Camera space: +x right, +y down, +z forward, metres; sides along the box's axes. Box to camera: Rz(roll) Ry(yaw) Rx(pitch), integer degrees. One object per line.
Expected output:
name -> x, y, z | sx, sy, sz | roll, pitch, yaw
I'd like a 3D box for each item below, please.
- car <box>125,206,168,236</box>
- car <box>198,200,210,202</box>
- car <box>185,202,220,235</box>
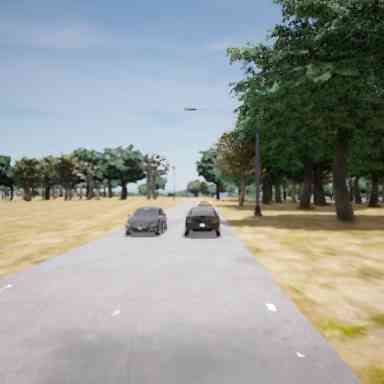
car -> -2.504, 1.577, 19.061 | 1.837, 1.490, 4.892 | 0, 0, 2
car -> 1.407, 1.627, 38.474 | 1.882, 1.535, 5.008 | 0, 0, 2
car -> 0.622, 1.556, 19.393 | 1.882, 1.535, 5.008 | 0, 0, 2
